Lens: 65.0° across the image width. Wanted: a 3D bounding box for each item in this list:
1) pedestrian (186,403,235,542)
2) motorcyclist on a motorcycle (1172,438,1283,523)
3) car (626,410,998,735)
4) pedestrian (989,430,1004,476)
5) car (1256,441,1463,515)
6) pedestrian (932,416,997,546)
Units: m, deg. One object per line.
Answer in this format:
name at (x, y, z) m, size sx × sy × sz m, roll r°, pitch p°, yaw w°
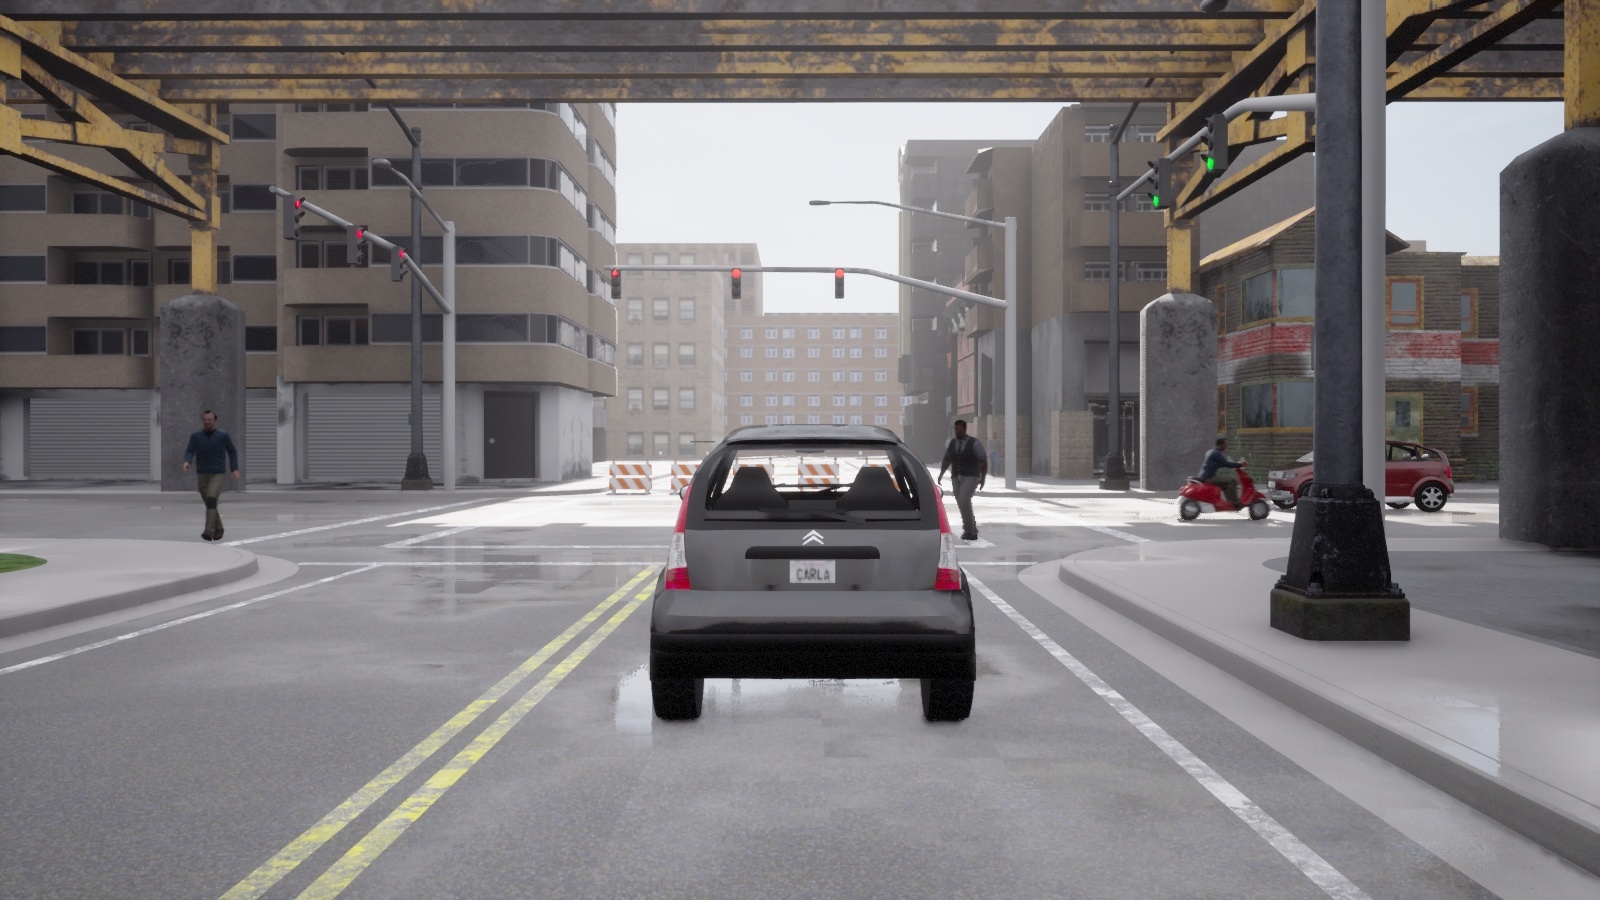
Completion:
pedestrian at (-7.986, 0.291, 17.023) m, size 0.402 × 1.842 × 0.726 m, roll 0°, pitch 0°, yaw -7°
motorcyclist on a motorcycle at (8.127, 0.571, 23.935) m, size 1.817 × 1.590 × 0.866 m, roll 0°, pitch 0°, yaw 0°
car at (0.073, 0.598, 8.243) m, size 1.851 × 1.617 × 3.988 m, roll 0°, pitch 0°, yaw 0°
pedestrian at (7.890, 0.133, 50.505) m, size 0.354 × 1.836 × 0.706 m, roll 0°, pitch 0°, yaw -13°
car at (12.146, 0.580, 27.426) m, size 3.705 × 1.549 × 1.789 m, roll 0°, pitch 0°, yaw 0°
pedestrian at (2.433, 0.444, 18.574) m, size 0.563 × 1.883 × 0.849 m, roll 0°, pitch 0°, yaw 42°
